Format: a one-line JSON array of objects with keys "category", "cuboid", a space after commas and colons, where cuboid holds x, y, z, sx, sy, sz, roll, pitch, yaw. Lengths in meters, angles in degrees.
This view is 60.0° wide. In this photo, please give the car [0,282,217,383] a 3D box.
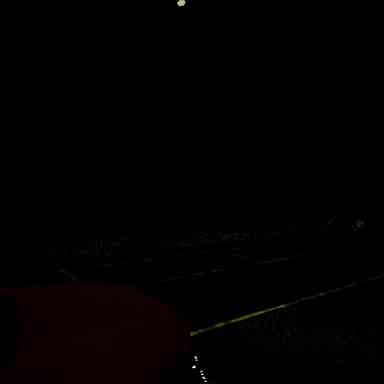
[{"category": "car", "cuboid": [-2.439, 1.224, 1.583, 5.566, 2.045, 2.150, 0, 0, -35]}]

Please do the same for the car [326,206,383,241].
[{"category": "car", "cuboid": [8.456, 1.435, 16.440, 4.097, 1.590, 1.967, 0, -1, -35]}]
